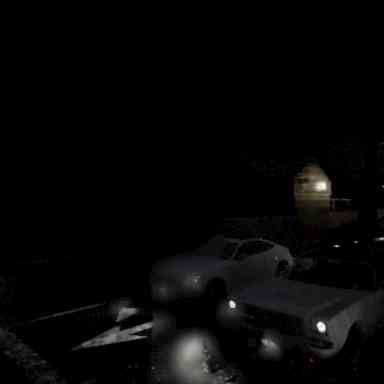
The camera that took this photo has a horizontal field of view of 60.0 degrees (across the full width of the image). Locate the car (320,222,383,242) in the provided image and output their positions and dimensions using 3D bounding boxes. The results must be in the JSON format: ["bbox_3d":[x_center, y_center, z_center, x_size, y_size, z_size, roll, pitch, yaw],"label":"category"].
[{"bbox_3d":[7.457,2.077,14.989,4.181,1.385,1.994,1,-4,-41],"label":"car"}]

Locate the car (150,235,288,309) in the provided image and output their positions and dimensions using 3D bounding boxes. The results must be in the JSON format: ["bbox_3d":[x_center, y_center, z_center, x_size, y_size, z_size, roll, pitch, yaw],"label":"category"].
[{"bbox_3d":[1.027,1.950,9.070,4.674,1.442,1.812,1,-4,-44],"label":"car"}]

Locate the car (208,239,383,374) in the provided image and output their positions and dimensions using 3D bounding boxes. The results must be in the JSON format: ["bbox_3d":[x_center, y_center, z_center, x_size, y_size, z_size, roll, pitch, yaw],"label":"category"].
[{"bbox_3d":[2.685,1.830,6.145,4.718,1.301,1.895,1,-4,-43],"label":"car"}]
